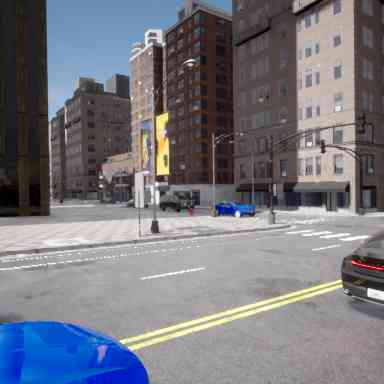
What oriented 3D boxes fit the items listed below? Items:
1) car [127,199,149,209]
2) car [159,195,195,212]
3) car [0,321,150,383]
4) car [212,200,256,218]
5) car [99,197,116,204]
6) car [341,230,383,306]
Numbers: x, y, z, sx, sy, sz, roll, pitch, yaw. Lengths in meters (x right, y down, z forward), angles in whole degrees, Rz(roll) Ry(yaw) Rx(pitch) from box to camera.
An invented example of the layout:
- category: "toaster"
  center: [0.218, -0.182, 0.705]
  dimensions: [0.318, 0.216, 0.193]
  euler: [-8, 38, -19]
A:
- category: "car"
  center: [-8.052, 1.697, 49.091]
  dimensions: [1.812, 1.442, 4.674]
  euler: [-1, 0, -35]
- category: "car"
  center: [-1.932, 1.356, 40.368]
  dimensions: [2.150, 2.045, 5.566]
  euler: [-1, 0, -35]
- category: "car"
  center: [-2.568, 1.478, 1.609]
  dimensions: [5.008, 1.535, 1.882]
  euler: [0, 0, -35]
- category: "car"
  center: [3.976, 1.577, 31.983]
  dimensions: [1.882, 1.535, 5.008]
  euler: [-1, 0, -34]
- category: "car"
  center: [-17.180, 1.742, 67.590]
  dimensions: [2.033, 1.411, 5.357]
  euler: [-1, 0, -35]
- category: "car"
  center: [5.123, 1.504, 7.098]
  dimensions: [4.892, 1.490, 1.837]
  euler: [0, 0, -36]
